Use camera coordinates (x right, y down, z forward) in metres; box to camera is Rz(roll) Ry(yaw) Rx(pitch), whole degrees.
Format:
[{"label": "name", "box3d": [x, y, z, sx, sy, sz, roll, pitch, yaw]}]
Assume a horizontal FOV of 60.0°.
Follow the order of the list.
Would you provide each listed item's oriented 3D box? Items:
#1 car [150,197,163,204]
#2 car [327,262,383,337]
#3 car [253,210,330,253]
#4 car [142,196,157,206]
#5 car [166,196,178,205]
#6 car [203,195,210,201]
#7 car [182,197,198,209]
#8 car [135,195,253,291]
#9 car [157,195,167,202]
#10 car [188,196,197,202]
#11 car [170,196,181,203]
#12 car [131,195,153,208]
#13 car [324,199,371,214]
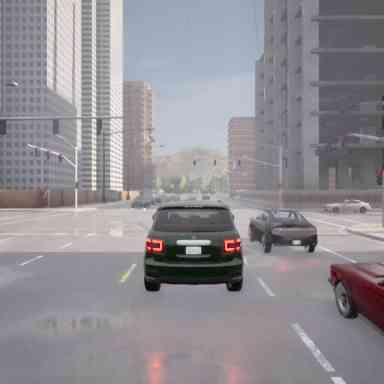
[{"label": "car", "box3d": [-7.059, 1.601, 66.159, 1.895, 1.301, 4.718, 0, 0, 1]}, {"label": "car", "box3d": [3.592, 1.601, 4.429, 1.895, 1.301, 4.718, 0, 0, 0]}, {"label": "car", "box3d": [3.547, 1.491, 13.683, 2.128, 1.511, 4.902, 0, 0, 0]}, {"label": "car", "box3d": [-7.244, 1.505, 56.818, 1.837, 1.490, 4.892, 0, 0, 1]}, {"label": "car", "box3d": [-3.654, 1.505, 61.561, 1.837, 1.490, 4.892, 0, 0, 1]}, {"label": "car", "box3d": [3.803, 1.500, 89.805, 1.837, 1.490, 4.892, 0, 0, 1]}, {"label": "car", "box3d": [-0.204, 1.491, 47.011, 2.128, 1.511, 4.902, 0, 0, 1]}, {"label": "car", "box3d": [0.038, 1.221, 9.107, 2.150, 2.045, 5.566, 0, 0, 0]}, {"label": "car", "box3d": [-6.886, 1.497, 76.478, 1.837, 1.490, 4.892, 0, 0, 1]}, {"label": "car", "box3d": [0.094, 1.595, 74.737, 1.895, 1.301, 4.718, 0, 0, 1]}, {"label": "car", "box3d": [-3.458, 1.552, 71.325, 1.994, 1.385, 4.181, 0, 0, 1]}, {"label": "car", "box3d": [-7.358, 1.352, 47.917, 2.097, 1.767, 4.553, 0, 0, 1]}, {"label": "car", "box3d": [16.561, 1.526, 35.524, 4.674, 1.442, 1.812, 0, 0, 0]}]
